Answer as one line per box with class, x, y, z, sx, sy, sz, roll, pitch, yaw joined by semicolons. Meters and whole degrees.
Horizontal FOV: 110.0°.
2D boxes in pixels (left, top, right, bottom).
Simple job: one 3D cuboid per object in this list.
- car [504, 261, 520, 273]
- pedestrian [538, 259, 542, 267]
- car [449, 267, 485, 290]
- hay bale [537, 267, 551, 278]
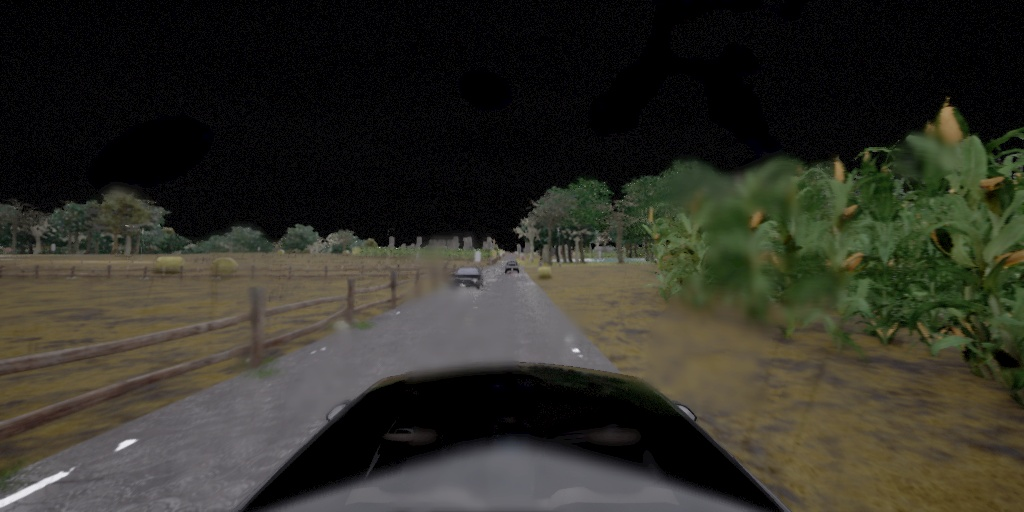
car;0.038;1.485;47.835;1.837;1.490;4.892;0;0;0
pedestrian;2.827;1.183;35.797;0.375;1.860;0.375;1;-1;-5
car;-2.814;1.411;23.743;2.033;1.411;5.357;0;0;0
hay bale;3.127;1.574;34.659;1.220;1.180;1.240;0;0;0
